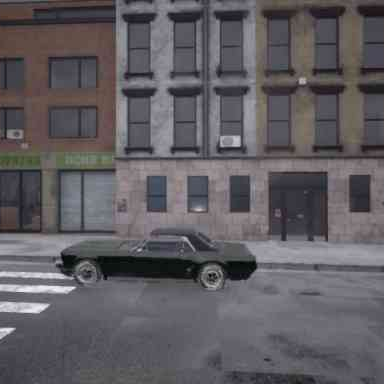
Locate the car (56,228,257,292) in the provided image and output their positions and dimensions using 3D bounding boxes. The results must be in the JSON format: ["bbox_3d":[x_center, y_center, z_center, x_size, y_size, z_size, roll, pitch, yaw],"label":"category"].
[{"bbox_3d":[-0.840,1.589,8.442,4.718,1.301,1.895,1,0,3],"label":"car"}]
